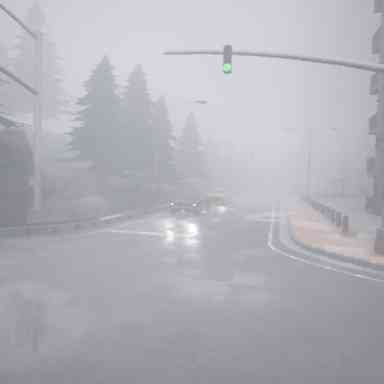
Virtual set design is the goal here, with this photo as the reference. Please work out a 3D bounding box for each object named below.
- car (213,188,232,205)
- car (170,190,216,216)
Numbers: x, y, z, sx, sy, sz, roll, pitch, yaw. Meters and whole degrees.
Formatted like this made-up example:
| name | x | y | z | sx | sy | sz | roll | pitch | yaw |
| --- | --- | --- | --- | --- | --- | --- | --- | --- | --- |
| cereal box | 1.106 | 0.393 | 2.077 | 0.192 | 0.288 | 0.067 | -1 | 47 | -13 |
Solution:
| name | x | y | z | sx | sy | sz | roll | pitch | yaw |
| --- | --- | --- | --- | --- | --- | --- | --- | --- | --- |
| car | 2.707 | 0.382 | 32.542 | 1.882 | 1.535 | 5.008 | 2 | 2 | 15 |
| car | 0.025 | 0.792 | 22.669 | 1.895 | 1.301 | 4.718 | 2 | 2 | 15 |
